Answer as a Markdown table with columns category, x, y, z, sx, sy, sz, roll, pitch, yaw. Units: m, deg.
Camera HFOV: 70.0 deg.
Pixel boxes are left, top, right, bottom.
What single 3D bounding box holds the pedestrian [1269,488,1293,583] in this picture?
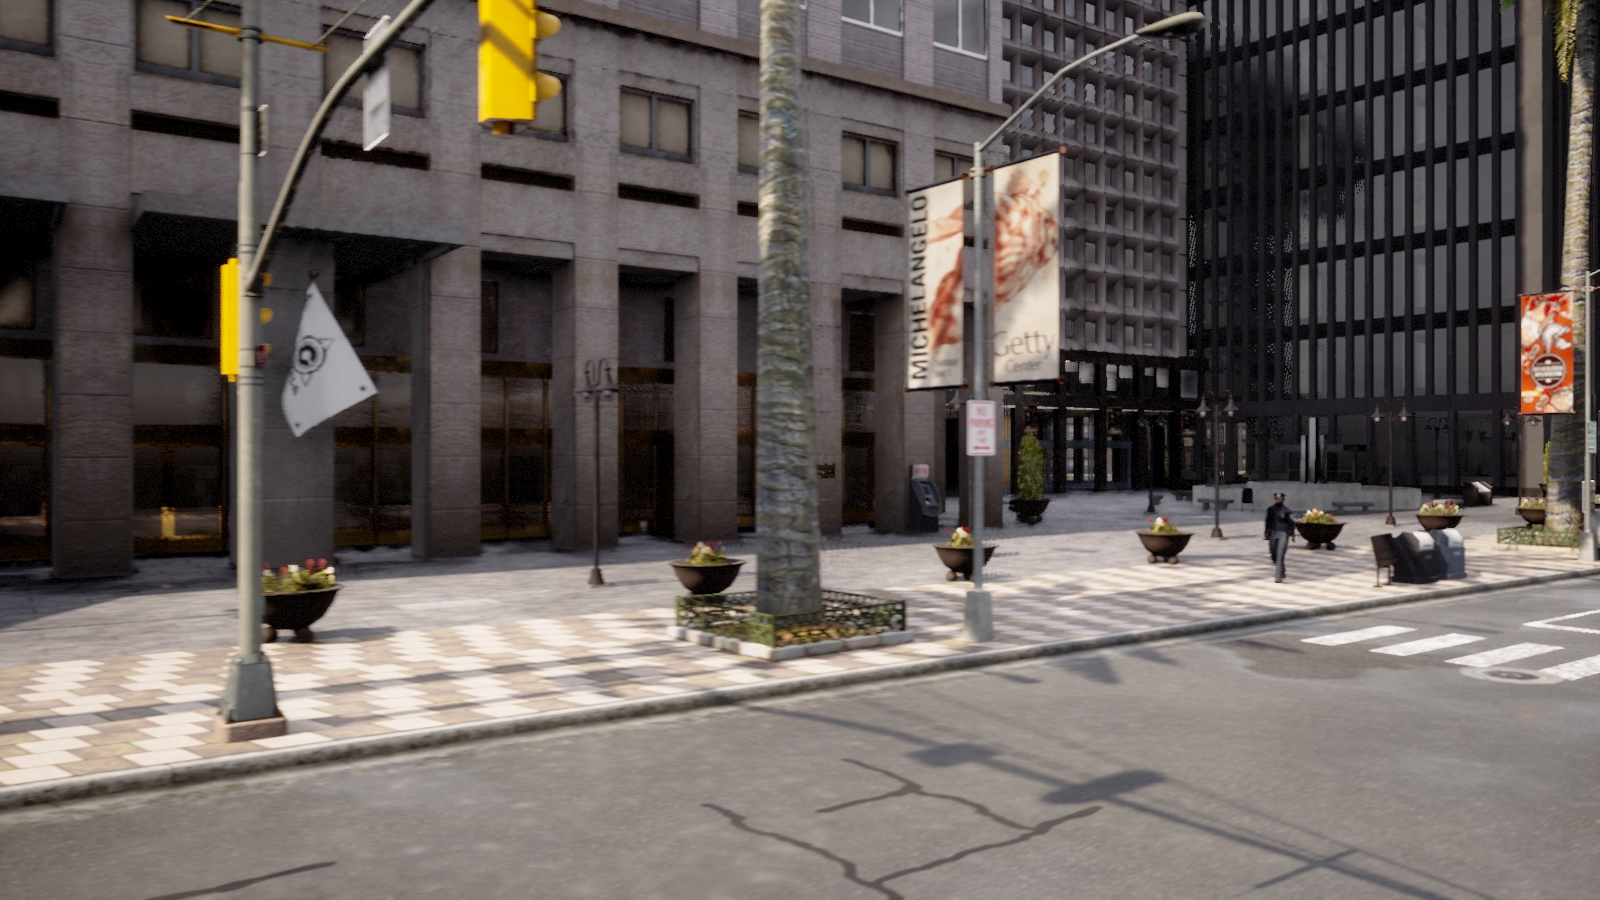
| category | x | y | z | sx | sy | sz | roll | pitch | yaw |
| --- | --- | --- | --- | --- | --- | --- | --- | --- | --- |
| pedestrian | 9.578 | 1.696 | 22.747 | 0.375 | 1.860 | 0.375 | 0 | 0 | 34 |
